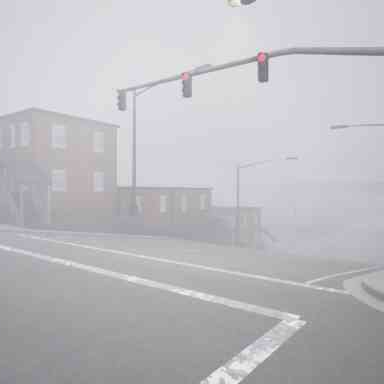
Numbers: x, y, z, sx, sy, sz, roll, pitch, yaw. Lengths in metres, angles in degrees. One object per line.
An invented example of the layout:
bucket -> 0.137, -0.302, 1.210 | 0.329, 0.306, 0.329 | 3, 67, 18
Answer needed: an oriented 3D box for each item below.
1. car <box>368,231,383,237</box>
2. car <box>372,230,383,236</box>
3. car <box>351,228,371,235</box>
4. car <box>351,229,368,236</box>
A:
car -> 42.863, 9.332, 74.266 | 4.974, 1.542, 2.038 | 0, 0, 1
car -> 42.916, 9.174, 74.265 | 4.536, 1.218, 1.853 | 0, 0, 1
car -> 39.192, 9.156, 77.112 | 1.853, 1.218, 4.536 | 0, 0, -9
car -> 39.199, 9.314, 77.061 | 2.038, 1.542, 4.974 | 0, 0, -9
